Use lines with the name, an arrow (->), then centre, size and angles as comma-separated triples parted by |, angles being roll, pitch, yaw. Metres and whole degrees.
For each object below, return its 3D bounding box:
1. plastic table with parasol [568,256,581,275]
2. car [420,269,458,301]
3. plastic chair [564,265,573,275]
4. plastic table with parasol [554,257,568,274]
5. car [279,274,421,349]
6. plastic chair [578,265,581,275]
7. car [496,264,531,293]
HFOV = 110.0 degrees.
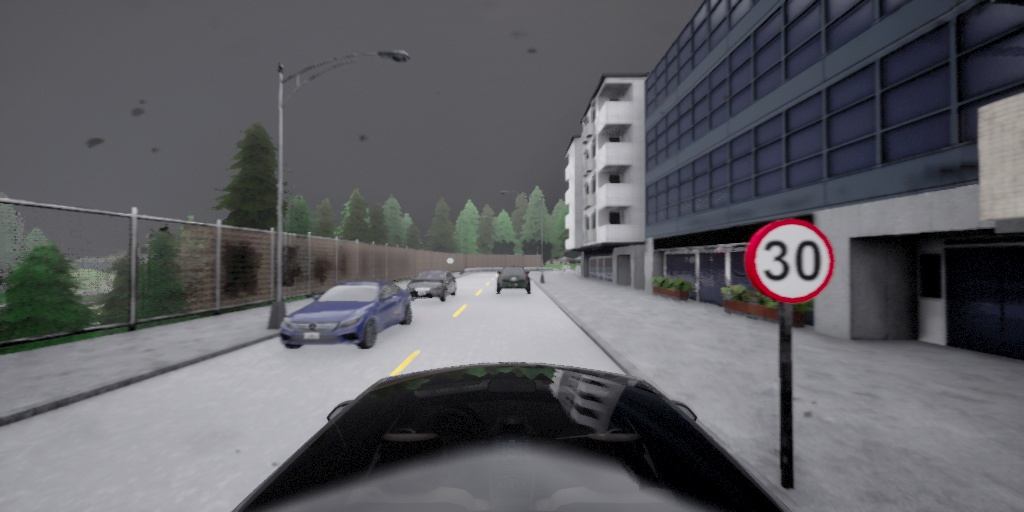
plastic table with parasol -> 9.234, 1.295, 48.109 | 2.482, 2.480, 2.482 | 0, 0, 0
car -> -4.057, 1.469, 18.775 | 2.128, 1.511, 4.902 | 0, -1, 1
plastic chair -> 7.754, 1.901, 48.298 | 0.730, 1.272, 0.750 | 0, 0, 10
plastic table with parasol -> 7.771, 1.352, 52.418 | 2.482, 2.480, 2.482 | 0, 0, 0
car -> -4.037, 1.381, 9.595 | 1.812, 1.442, 4.674 | 0, -1, 1
plastic chair -> 9.245, 1.880, 46.679 | 0.750, 1.272, 0.730 | 0, 0, 10
car -> 0.095, 1.389, 23.305 | 2.097, 1.767, 4.553 | 0, -1, 0
